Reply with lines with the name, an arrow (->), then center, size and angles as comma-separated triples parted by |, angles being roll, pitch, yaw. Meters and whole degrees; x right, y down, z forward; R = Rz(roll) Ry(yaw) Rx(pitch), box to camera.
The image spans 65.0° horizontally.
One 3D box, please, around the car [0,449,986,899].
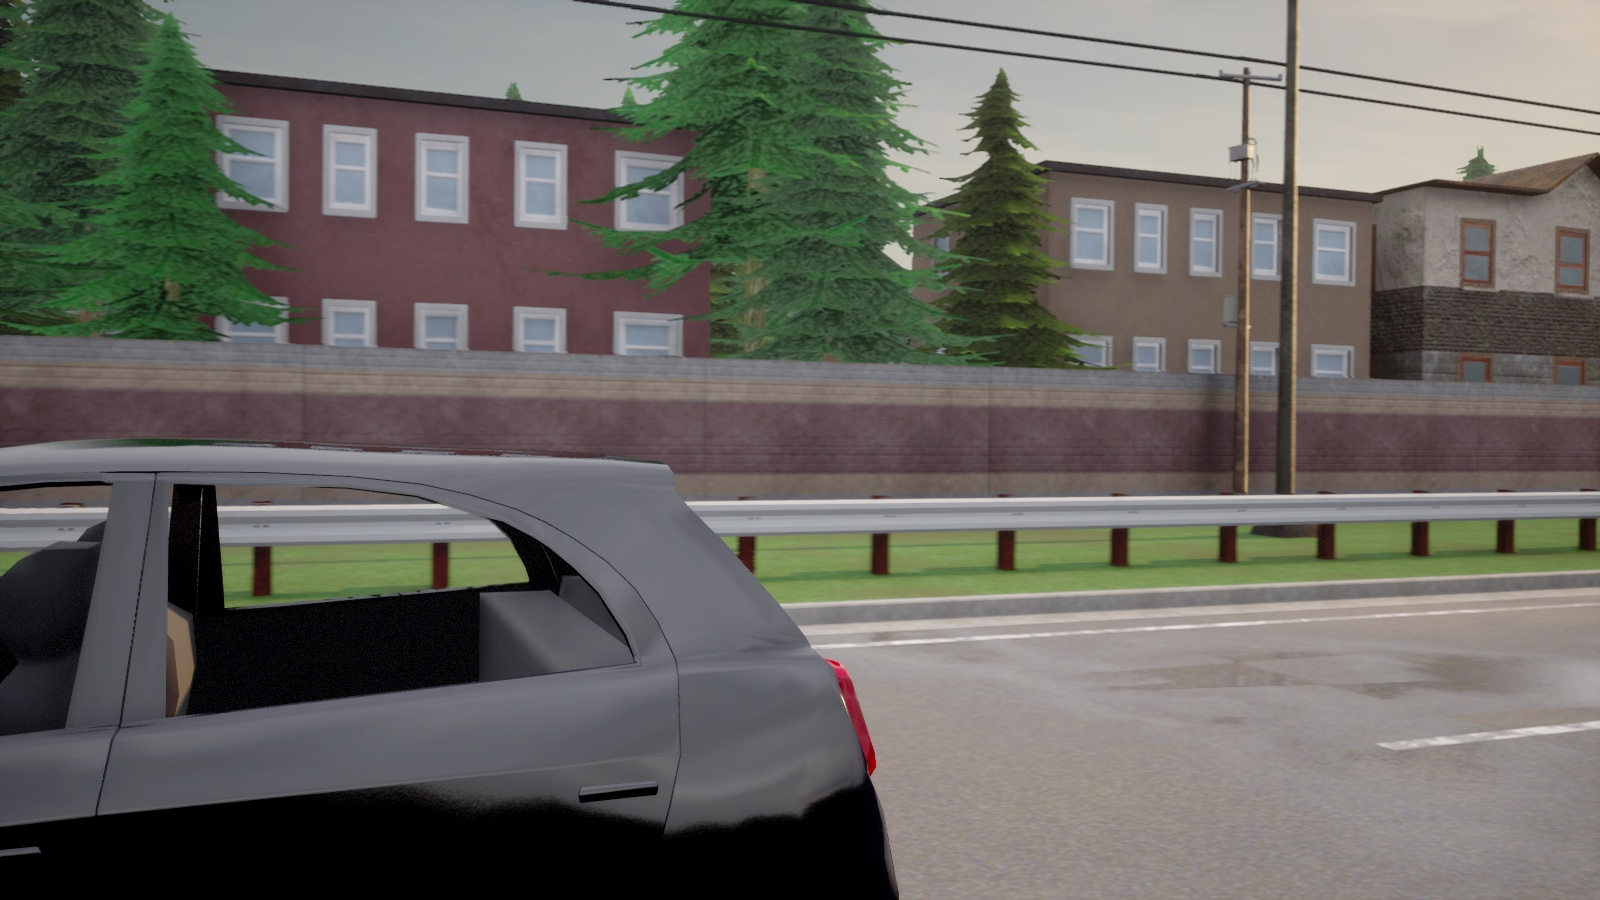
car -> -1.672, 0.788, 2.604 | 3.633, 1.501, 1.845 | -1, 1, -21
